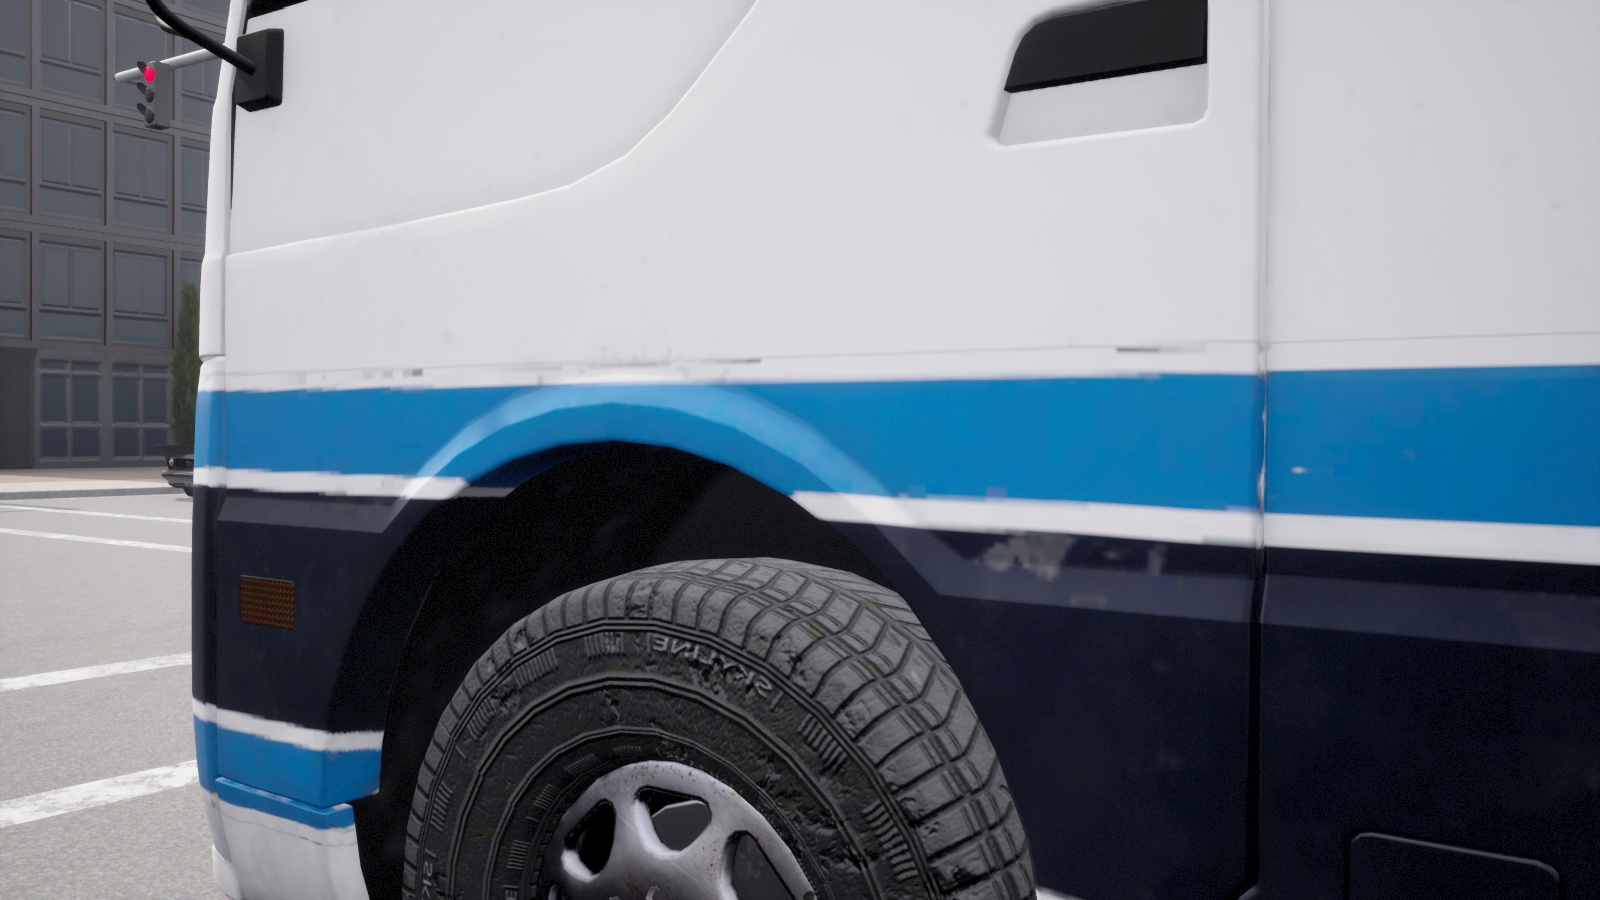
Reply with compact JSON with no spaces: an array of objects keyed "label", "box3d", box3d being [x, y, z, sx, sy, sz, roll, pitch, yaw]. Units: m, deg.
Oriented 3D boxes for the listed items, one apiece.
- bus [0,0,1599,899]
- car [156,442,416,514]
[{"label":"bus","box3d":[3.120,-0.694,1.523,10.273,4.253,3.944,0,1,34]},{"label":"car","box3d":[-10.509,0.516,26.022,1.895,1.301,4.718,0,1,34]}]
